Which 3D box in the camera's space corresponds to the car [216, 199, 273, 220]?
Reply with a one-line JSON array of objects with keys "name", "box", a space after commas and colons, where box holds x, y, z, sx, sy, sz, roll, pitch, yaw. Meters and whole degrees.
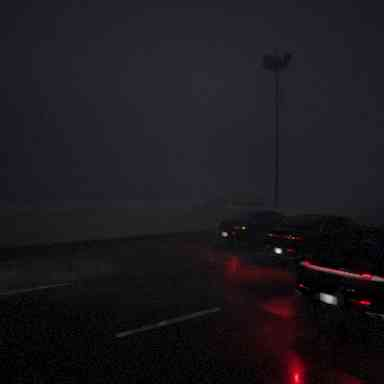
[{"name": "car", "box": [4.639, 1.445, 28.806, 5.008, 1.535, 1.882, 0, 0, -36]}]

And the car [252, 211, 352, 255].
[{"name": "car", "box": [4.531, 1.489, 11.283, 4.892, 1.490, 1.837, 0, 0, -36]}]

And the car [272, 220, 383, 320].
[{"name": "car", "box": [4.143, 1.480, 6.705, 4.902, 1.511, 2.128, 0, 0, -36]}]

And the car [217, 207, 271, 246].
[{"name": "car", "box": [3.180, 1.508, 14.618, 4.674, 1.442, 1.812, 0, 0, -36]}]
